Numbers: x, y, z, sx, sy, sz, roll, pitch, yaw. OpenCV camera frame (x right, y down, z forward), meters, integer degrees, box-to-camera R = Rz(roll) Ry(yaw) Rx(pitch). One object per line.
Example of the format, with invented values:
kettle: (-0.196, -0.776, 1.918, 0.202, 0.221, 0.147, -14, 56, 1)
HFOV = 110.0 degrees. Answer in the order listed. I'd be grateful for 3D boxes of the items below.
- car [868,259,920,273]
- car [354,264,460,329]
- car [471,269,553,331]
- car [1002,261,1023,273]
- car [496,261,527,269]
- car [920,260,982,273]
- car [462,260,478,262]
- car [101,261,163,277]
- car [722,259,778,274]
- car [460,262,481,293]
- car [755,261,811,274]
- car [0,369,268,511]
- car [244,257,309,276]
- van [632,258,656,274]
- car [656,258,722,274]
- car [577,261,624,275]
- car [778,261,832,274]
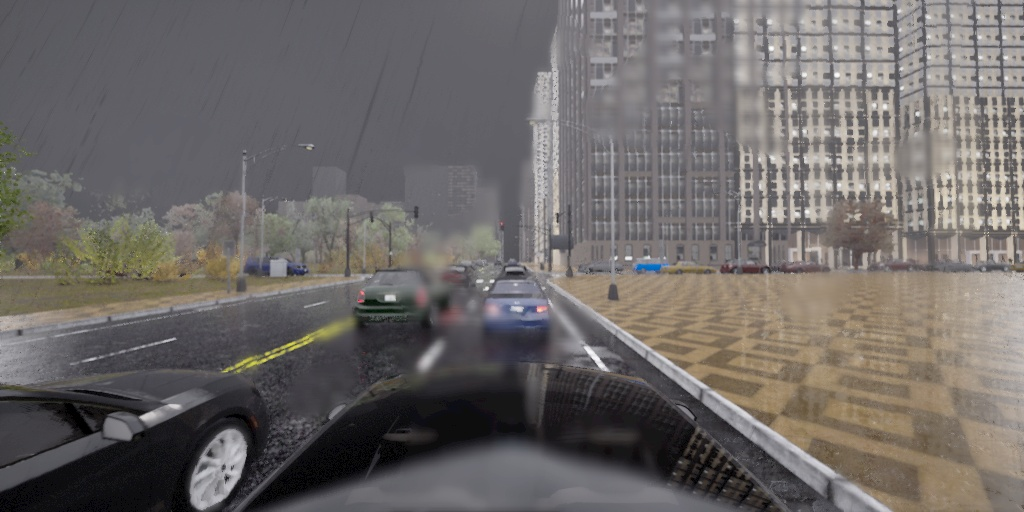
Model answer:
car: (43.984, 1.119, 41.648, 4.097, 1.591, 1.967, 0, 0, -1)
car: (-3.134, 1.101, 11.378, 2.097, 1.767, 4.553, 0, 0, 0)
car: (0.119, 1.296, 10.898, 2.033, 1.411, 5.357, 0, 0, 0)
car: (49.886, 0.939, 33.675, 4.829, 1.417, 1.751, 0, 0, -1)
car: (0.137, 1.265, 21.456, 1.837, 1.490, 4.892, 0, 0, -1)
car: (47.499, 1.194, 38.994, 4.181, 1.385, 1.994, 0, -2, -1)
car: (-6.495, 1.334, 52.057, 1.882, 1.535, 5.008, 0, 0, 0)
car: (-37.183, 1.294, 35.176, 4.553, 1.767, 2.097, 0, -2, 1)
car: (21.796, 0.984, 33.395, 4.097, 1.591, 1.967, 0, 0, -1)
car: (-3.115, 1.264, 21.060, 1.837, 1.490, 4.892, 0, 0, 0)
car: (29.338, 1.270, 38.903, 4.718, 1.301, 1.895, 0, -2, -1)
car: (-3.152, 1.255, 1.300, 1.837, 1.490, 4.892, 0, 0, 0)
car: (-23.083, 1.081, 35.233, 5.566, 2.045, 2.150, 0, -2, -1)
van: (16.016, 1.154, 41.358, 3.998, 1.789, 1.690, 0, 0, -1)
car: (16.382, 1.098, 33.339, 4.829, 1.417, 1.751, 0, 0, -1)
car: (9.583, 1.266, 38.890, 4.902, 1.511, 2.128, 0, -2, 4)
car: (27.380, 1.099, 33.453, 4.207, 1.307, 1.802, 0, 0, -1)
